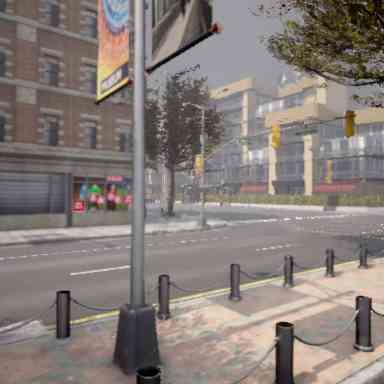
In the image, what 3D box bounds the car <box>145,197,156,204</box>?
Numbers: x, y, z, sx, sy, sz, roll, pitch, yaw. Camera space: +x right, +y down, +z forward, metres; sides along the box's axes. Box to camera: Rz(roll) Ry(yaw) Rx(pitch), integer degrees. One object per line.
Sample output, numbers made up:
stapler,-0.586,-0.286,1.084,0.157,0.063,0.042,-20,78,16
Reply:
car,-9.452,1.772,70.093,1.882,1.535,5.008,1,0,-36
